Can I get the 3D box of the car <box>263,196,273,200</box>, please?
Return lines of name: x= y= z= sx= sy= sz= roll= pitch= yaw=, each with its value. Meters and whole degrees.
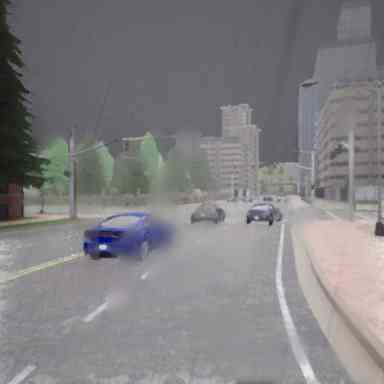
car: x=18.760 y=1.612 z=82.922 sx=1.882 sy=1.535 sz=5.008 roll=0 pitch=0 yaw=16

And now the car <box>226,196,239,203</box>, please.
car: x=8.796 y=1.650 z=73.774 sx=2.128 sy=1.511 sz=4.902 roll=0 pitch=0 yaw=16

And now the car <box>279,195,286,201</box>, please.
car: x=24.746 y=1.672 z=90.935 sx=1.812 sy=1.442 sz=4.674 roll=0 pitch=0 yaw=16

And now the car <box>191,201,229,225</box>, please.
car: x=1.272 y=1.607 z=24.831 sx=1.994 sy=1.385 sz=4.181 roll=0 pitch=0 yaw=15

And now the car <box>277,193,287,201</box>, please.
car: x=22.031 y=1.356 z=81.638 sx=2.150 sy=2.045 sz=5.566 roll=0 pitch=0 yaw=16

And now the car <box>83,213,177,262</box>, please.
car: x=-2.044 y=1.500 z=12.394 sx=1.882 sy=1.535 sz=5.008 roll=0 pitch=0 yaw=15

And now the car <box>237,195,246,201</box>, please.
car: x=13.191 y=1.659 z=88.824 sx=1.812 sy=1.442 sz=4.674 roll=0 pitch=0 yaw=16

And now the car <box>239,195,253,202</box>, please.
car: x=12.156 y=1.648 z=72.793 sx=2.128 sy=1.511 sz=4.902 roll=0 pitch=0 yaw=16

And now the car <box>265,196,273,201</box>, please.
car: x=21.395 y=1.746 z=91.945 sx=1.895 sy=1.301 sz=4.718 roll=0 pitch=0 yaw=16

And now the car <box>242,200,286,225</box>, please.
car: x=5.346 y=1.566 z=24.404 sx=1.812 sy=1.442 sz=4.674 roll=0 pitch=0 yaw=26
